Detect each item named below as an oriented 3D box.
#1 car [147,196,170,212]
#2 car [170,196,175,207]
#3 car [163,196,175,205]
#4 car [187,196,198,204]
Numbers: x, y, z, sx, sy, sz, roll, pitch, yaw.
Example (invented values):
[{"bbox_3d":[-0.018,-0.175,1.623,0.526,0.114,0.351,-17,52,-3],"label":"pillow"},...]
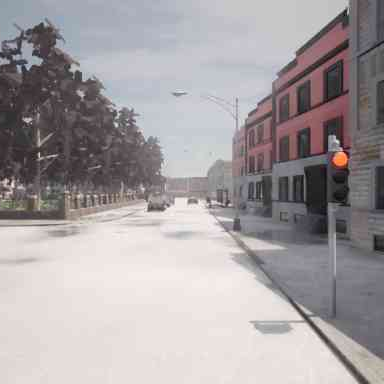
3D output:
[{"bbox_3d":[-4.080,1.478,39.323,1.882,1.535,5.008,0,0,0],"label":"car"},{"bbox_3d":[-4.074,1.547,49.223,2.033,1.411,5.357,0,0,0],"label":"car"},{"bbox_3d":[-4.039,1.505,59.622,1.837,1.490,4.892,0,0,0],"label":"car"},{"bbox_3d":[0.140,1.526,61.744,1.812,1.442,4.674,0,0,0],"label":"car"}]
